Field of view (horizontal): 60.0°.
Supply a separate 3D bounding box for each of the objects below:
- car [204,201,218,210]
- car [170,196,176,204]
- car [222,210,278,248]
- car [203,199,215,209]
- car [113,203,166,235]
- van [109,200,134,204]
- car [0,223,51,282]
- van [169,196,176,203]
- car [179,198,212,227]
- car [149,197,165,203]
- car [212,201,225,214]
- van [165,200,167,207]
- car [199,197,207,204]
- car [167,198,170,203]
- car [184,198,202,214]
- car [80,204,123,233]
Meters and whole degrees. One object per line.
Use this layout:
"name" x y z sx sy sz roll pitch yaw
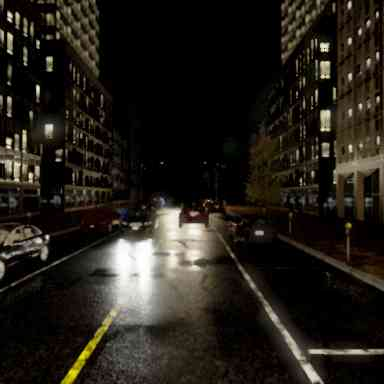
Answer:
"car" 2.745 1.987 49.575 1.802 1.307 4.206 0 0 0
"car" -5.600 2.193 83.580 1.752 1.417 4.829 0 0 0
"car" 2.709 1.696 15.425 1.947 1.339 4.313 0 0 0
"car" 2.751 1.976 55.437 1.752 1.417 4.829 0 0 0
"car" -2.980 1.668 19.971 2.128 1.511 4.902 0 -1 0
"van" -5.659 1.564 26.832 1.690 1.788 3.998 0 0 0
"car" -5.678 1.633 9.754 2.008 1.369 4.403 0 0 0
"van" -5.587 2.097 95.136 1.690 1.788 3.998 0 0 0
"car" 0.124 1.556 24.496 2.097 1.767 4.553 0 0 0
"car" -5.635 1.845 49.599 1.967 1.590 4.097 0 0 0
"car" 2.734 1.755 38.192 1.967 1.590 4.097 0 0 0
"van" -5.628 1.790 55.292 1.690 1.788 3.998 0 0 0
"car" 2.782 2.110 83.726 1.967 1.590 4.097 0 0 0
"car" -5.624 2.059 60.983 1.947 1.339 4.313 0 0 0
"car" 0.143 1.694 41.620 2.097 1.767 4.553 0 0 0
"car" -5.665 1.721 21.138 1.887 1.381 4.507 0 0 0
